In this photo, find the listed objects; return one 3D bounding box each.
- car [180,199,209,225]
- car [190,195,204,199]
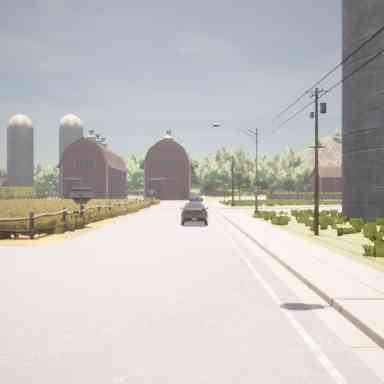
[{"bbox_3d":[0.180,1.507,24.375,1.837,1.490,4.892,0,1,0],"label":"car"},{"bbox_3d":[1.109,1.337,70.564,2.097,1.767,4.553,0,0,19],"label":"car"}]
